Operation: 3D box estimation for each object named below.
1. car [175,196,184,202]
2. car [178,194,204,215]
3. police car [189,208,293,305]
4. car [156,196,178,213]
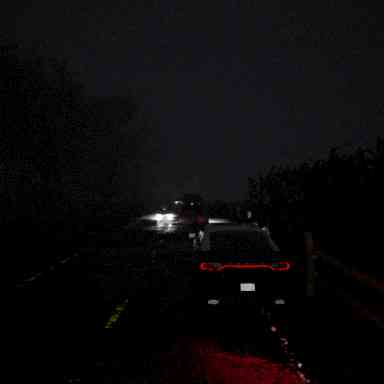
[{"bbox_3d":[-2.873,1.561,78.453,1.994,1.385,4.181,0,0,0],"label":"car"},{"bbox_3d":[0.009,1.216,33.855,2.150,2.045,5.566,0,0,0],"label":"car"},{"bbox_3d":[0.948,1.423,8.268,1.930,1.638,5.238,0,0,0],"label":"police car"},{"bbox_3d":[-2.808,1.486,36.117,2.128,1.511,4.902,0,0,0],"label":"car"}]
